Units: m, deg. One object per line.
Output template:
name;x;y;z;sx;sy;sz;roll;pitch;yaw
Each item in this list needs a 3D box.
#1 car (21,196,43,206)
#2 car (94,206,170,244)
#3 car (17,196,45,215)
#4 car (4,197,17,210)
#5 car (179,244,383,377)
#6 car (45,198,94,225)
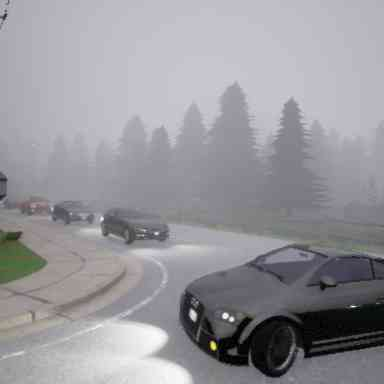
car;-23.346;1.312;48.538;1.994;1.385;4.181;1;0;-38
car;-2.805;1.459;15.724;1.837;1.490;4.892;1;0;-34
car;-14.592;1.185;31.380;2.097;1.767;4.553;1;0;-38
car;-20.791;1.291;39.324;1.812;1.442;4.674;1;0;-37
car;1.910;1.584;5.356;4.181;1.385;1.994;1;0;-18
car;-8.417;1.384;23.366;2.128;1.511;4.902;1;0;-37
